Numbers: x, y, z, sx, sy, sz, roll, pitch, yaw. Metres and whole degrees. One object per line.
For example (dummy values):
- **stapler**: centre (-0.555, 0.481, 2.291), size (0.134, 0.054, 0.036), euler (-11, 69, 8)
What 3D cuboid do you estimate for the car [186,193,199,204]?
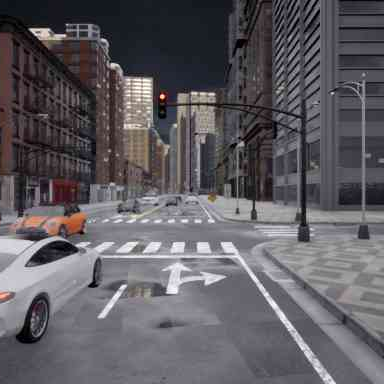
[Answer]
- **car**: centre (0.051, 1.190, 62.339), size (2.150, 2.045, 5.566), euler (0, 0, 0)

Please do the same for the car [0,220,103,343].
- **car**: centre (-3.152, 1.526, 6.317), size (1.812, 1.442, 4.674), euler (0, 0, 2)

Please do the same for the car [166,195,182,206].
- **car**: centre (-3.146, 1.523, 53.768), size (2.033, 1.411, 5.357), euler (0, 0, 0)

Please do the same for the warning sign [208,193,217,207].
- **warning sign**: centre (2.851, 1.099, 46.330), size (1.300, 1.860, 1.060), euler (0, 0, 0)

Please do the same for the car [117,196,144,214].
- **car**: centre (-6.597, 1.498, 35.004), size (1.837, 1.490, 4.892), euler (0, 0, 0)

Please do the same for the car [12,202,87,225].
- **car**: centre (-6.599, 1.352, 15.807), size (2.097, 1.767, 4.553), euler (0, 0, 0)

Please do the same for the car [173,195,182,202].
- **car**: centre (-3.236, 1.460, 73.716), size (1.837, 1.490, 4.892), euler (0, 0, 0)

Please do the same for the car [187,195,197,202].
- **car**: centre (0.005, 1.384, 72.843), size (2.033, 1.411, 5.357), euler (0, 0, 0)

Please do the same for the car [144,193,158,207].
- **car**: centre (-6.592, 1.195, 52.414), size (2.150, 2.045, 5.566), euler (0, 1, 0)
